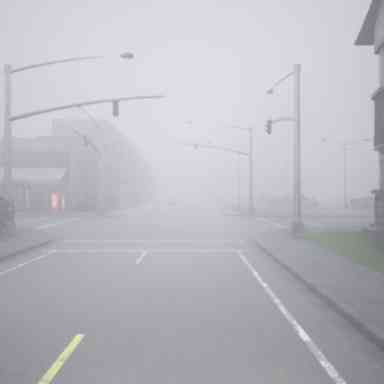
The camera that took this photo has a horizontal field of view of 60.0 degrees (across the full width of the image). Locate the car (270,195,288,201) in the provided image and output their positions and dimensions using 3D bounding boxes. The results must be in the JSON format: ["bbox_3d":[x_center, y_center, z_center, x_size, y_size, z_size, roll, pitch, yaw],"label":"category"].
[{"bbox_3d":[21.320,1.434,81.612,3.806,1.475,1.970,0,0,0],"label":"car"}]

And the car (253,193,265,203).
[{"bbox_3d":[14.173,1.119,63.103,3.866,1.878,1.905,0,0,0],"label":"car"}]

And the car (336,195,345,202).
[{"bbox_3d":[32.311,1.364,69.618,3.633,1.501,1.845,0,0,0],"label":"car"}]

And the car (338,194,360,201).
[{"bbox_3d":[39.933,1.391,84.601,4.514,1.523,2.007,0,0,0],"label":"car"}]

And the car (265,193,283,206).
[{"bbox_3d":[14.173,1.190,50.309,5.027,1.636,2.152,0,0,0],"label":"car"}]

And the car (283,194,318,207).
[{"bbox_3d":[14.496,1.266,43.891,3.806,1.475,1.970,0,0,0],"label":"car"}]

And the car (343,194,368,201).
[{"bbox_3d":[39.985,1.380,81.464,5.027,1.636,2.152,0,0,0],"label":"car"}]

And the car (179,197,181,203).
[{"bbox_3d":[-3.489,1.379,69.380,2.097,1.767,4.553,0,0,0],"label":"car"}]

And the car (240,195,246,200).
[{"bbox_3d":[13.899,1.425,84.592,3.633,1.501,1.845,0,0,0],"label":"car"}]

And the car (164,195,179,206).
[{"bbox_3d":[-3.552,1.549,53.989,1.812,1.442,4.674,0,0,0],"label":"car"}]

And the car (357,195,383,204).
[{"bbox_3d":[32.268,1.339,59.626,4.514,1.523,2.007,0,0,0],"label":"car"}]

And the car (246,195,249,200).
[{"bbox_3d":[13.761,1.141,66.009,4.605,1.855,1.932,0,0,0],"label":"car"}]

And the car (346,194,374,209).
[{"bbox_3d":[21.545,1.331,40.228,4.514,1.523,2.007,0,0,0],"label":"car"}]
